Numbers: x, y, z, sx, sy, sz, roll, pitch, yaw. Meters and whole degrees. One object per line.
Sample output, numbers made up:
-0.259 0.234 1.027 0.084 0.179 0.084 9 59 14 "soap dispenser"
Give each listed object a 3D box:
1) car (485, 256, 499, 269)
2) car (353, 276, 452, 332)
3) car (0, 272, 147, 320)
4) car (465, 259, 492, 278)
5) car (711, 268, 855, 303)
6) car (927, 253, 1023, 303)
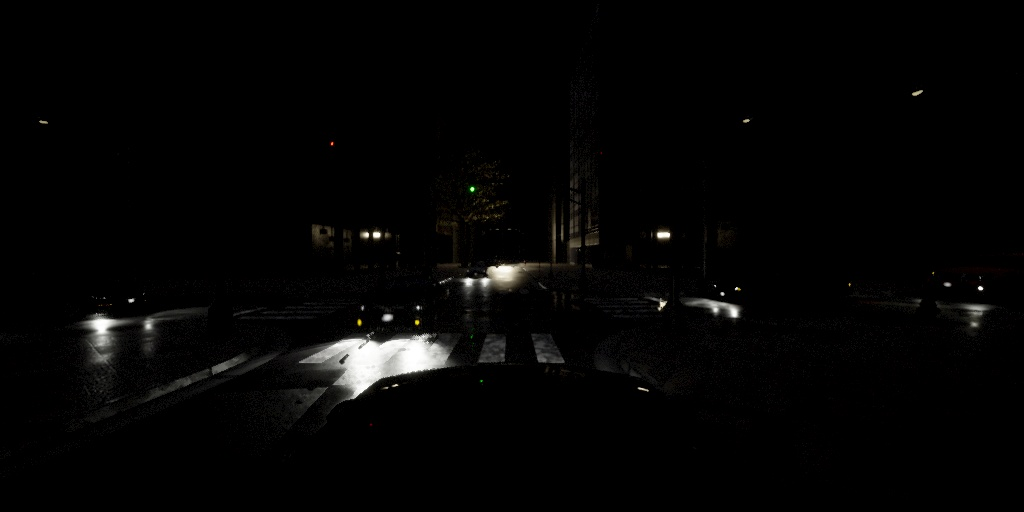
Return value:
-3.234 0.961 55.159 2.150 2.045 5.566 0 0 0 "car"
-3.038 1.313 10.747 1.994 1.385 4.181 0 0 0 "car"
-15.494 1.289 12.299 4.892 1.490 1.837 0 0 0 "car"
-3.136 1.270 33.309 1.812 1.442 4.674 0 0 0 "car"
11.717 1.239 15.622 5.357 1.411 2.033 0 0 -4 "car"
21.763 0.886 15.647 5.566 2.045 2.150 0 0 0 "car"
